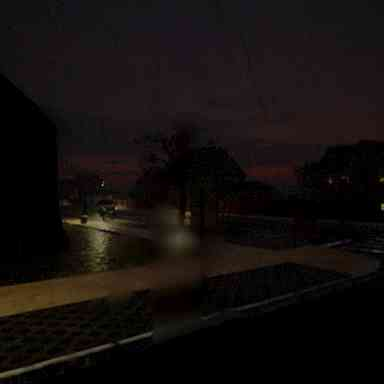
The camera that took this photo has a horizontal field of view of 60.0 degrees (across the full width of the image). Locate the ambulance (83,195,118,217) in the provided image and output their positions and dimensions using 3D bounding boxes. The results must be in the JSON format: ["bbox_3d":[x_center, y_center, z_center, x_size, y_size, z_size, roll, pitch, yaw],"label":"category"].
[{"bbox_3d":[-11.096,1.656,40.382,2.351,2.431,6.366,-2,0,-36],"label":"ambulance"}]
